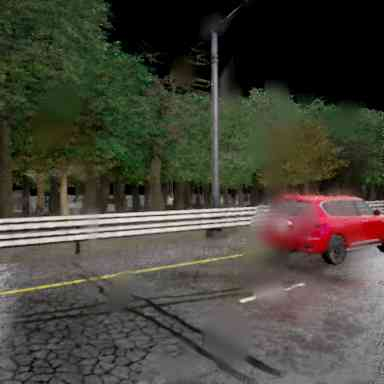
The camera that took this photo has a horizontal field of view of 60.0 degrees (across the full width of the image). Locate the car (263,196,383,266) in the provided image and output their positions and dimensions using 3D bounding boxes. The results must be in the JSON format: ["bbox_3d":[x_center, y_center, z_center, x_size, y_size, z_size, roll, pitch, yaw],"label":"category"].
[{"bbox_3d":[4.907,1.141,11.534,5.566,2.045,2.150,-1,0,-35],"label":"car"}]
